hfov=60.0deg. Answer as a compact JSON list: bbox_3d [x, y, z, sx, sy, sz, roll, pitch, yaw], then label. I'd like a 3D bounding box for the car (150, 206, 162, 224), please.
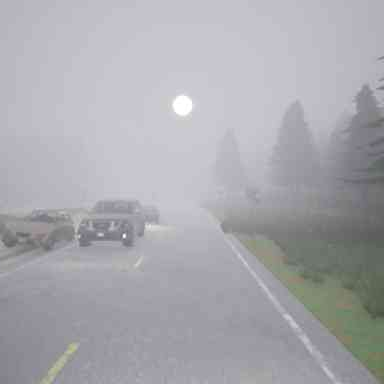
[{"bbox_3d":[-3.517,1.794,26.532,1.994,1.385,4.181,0,0,0],"label":"car"}]

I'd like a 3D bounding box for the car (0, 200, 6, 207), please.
[{"bbox_3d":[-34.536,1.947,57.851,4.674,1.442,1.812,0,-1,21],"label":"car"}]

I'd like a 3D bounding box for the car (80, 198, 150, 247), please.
[{"bbox_3d":[-3.594,1.336,15.891,2.150,2.045,5.566,0,0,0],"label":"car"}]

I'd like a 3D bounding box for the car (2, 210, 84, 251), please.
[{"bbox_3d":[-6.481,1.563,14.645,1.816,1.474,4.193,6,-1,-2],"label":"car"}]
